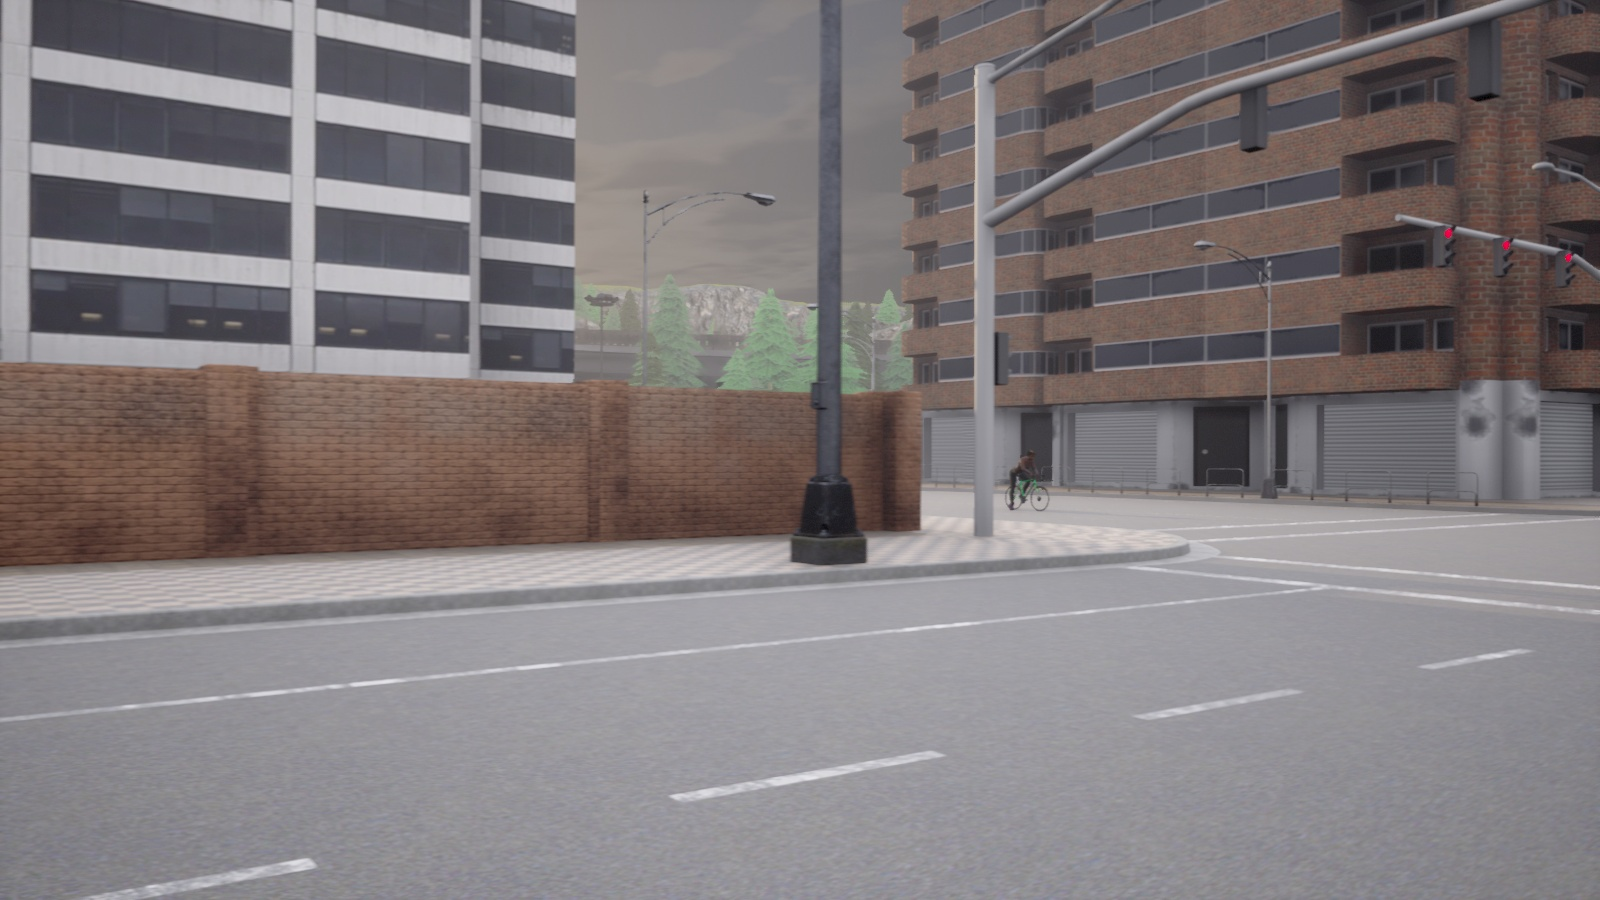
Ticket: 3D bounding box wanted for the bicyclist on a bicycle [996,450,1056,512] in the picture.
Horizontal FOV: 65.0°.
[{"bbox_3d":[6.062,0.809,33.704,0.582,1.620,1.656,0,0,-35],"label":"bicyclist on a bicycle"}]
